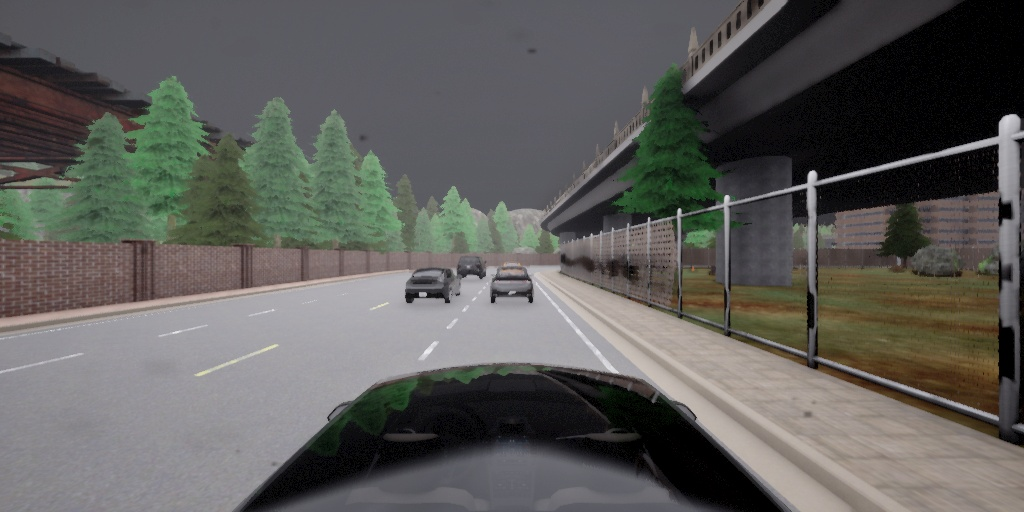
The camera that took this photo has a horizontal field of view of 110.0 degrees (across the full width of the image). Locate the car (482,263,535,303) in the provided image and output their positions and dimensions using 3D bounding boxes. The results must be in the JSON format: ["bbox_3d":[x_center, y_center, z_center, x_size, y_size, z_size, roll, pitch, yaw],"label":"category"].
[{"bbox_3d":[0.000,1.242,16.500,2.128,1.511,4.902,0,0,0],"label":"car"}]

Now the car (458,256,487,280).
[{"bbox_3d":[-3.500,1.005,31.530,2.150,2.045,5.566,0,0,0],"label":"car"}]

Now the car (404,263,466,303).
[{"bbox_3d":[-3.500,1.263,16.500,1.837,1.490,4.892,0,0,0],"label":"car"}]
